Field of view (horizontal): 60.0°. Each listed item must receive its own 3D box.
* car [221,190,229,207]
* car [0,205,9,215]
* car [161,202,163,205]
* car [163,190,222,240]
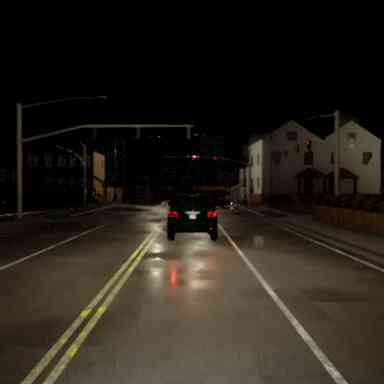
[{"bbox_3d":[1.783,0.761,39.368,5.566,2.045,2.150,1,2,40],"label":"car"},{"bbox_3d":[-20.148,1.687,32.255,4.181,1.385,1.994,-4,1,-1],"label":"car"},{"bbox_3d":[-3.840,2.010,52.125,1.812,1.442,4.674,0,-8,0],"label":"car"},{"bbox_3d":[0.010,1.042,15.859,2.150,2.045,5.566,0,1,0],"label":"car"}]
